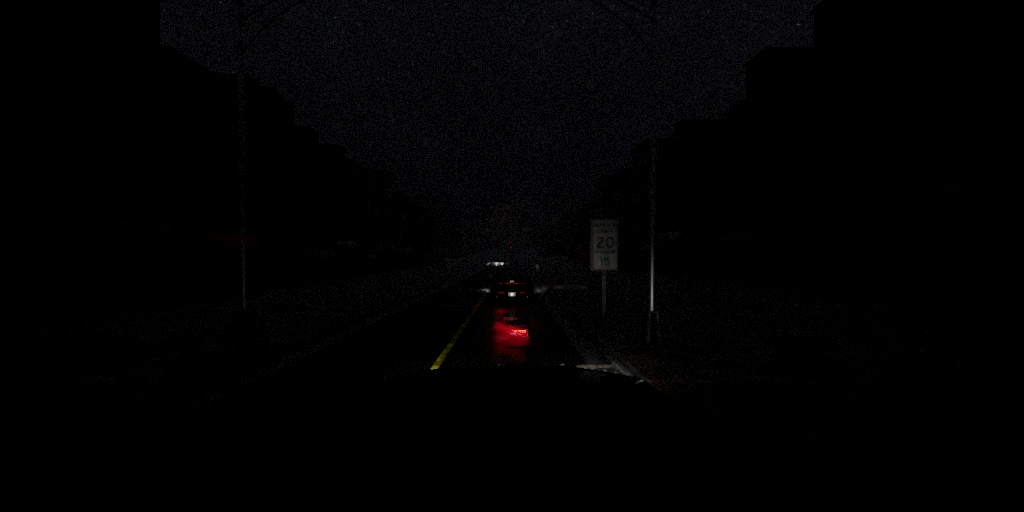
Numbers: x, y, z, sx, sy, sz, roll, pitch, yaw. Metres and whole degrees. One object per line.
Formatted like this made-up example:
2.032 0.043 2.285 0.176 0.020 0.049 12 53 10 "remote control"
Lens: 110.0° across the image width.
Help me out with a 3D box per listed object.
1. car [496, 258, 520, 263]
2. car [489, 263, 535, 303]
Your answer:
0.000 1.178 31.501 2.128 1.511 4.902 0 0 0 "car"
0.000 1.246 16.500 1.837 1.490 4.892 0 0 0 "car"
